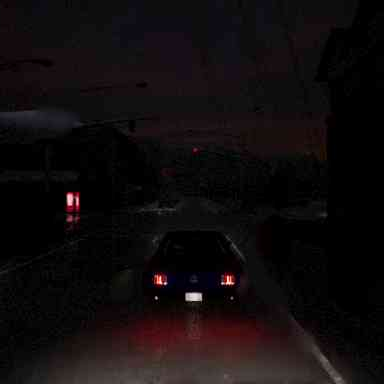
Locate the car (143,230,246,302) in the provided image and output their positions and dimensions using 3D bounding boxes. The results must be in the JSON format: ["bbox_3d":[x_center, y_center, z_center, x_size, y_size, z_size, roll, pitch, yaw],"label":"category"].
[{"bbox_3d":[0.058,1.600,8.203,1.895,1.301,4.718,0,0,1],"label":"car"}]

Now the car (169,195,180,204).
[{"bbox_3d":[-3.528,1.468,66.527,1.882,1.535,5.008,0,0,0],"label":"car"}]

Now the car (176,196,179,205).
[{"bbox_3d":[-3.582,1.496,56.100,1.837,1.490,4.892,0,0,0],"label":"car"}]

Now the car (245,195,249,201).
[{"bbox_3d":[13.755,1.102,70.293,4.605,1.855,1.932,0,0,0],"label":"car"}]

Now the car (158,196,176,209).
[{"bbox_3d":[-3.591,1.498,46.483,1.837,1.490,4.892,0,0,0],"label":"car"}]

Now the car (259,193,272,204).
[{"bbox_3d":[14.168,1.161,54.593,5.027,1.636,2.152,0,0,0],"label":"car"}]

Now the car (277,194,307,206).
[{"bbox_3d":[14.492,1.240,48.176,3.806,1.475,1.970,0,0,0],"label":"car"}]

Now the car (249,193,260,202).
[{"bbox_3d":[14.168,1.082,67.388,3.866,1.878,1.905,0,0,0],"label":"car"}]

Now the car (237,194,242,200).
[{"bbox_3d":[13.891,1.376,88.877,3.633,1.501,1.845,0,0,0],"label":"car"}]

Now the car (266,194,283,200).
[{"bbox_3d":[21.312,1.387,85.897,3.806,1.475,1.970,0,0,0],"label":"car"}]
